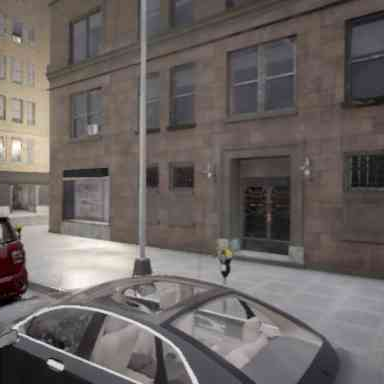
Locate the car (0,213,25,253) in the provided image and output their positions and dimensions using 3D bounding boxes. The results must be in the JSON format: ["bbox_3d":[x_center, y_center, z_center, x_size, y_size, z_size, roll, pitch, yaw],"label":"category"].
[{"bbox_3d":[-5.216,1.250,6.518,5.009,1.841,2.192,1,0,35],"label":"car"}]

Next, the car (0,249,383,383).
[{"bbox_3d":[-0.587,1.532,3.227,4.403,1.369,2.008,1,0,35],"label":"car"}]
